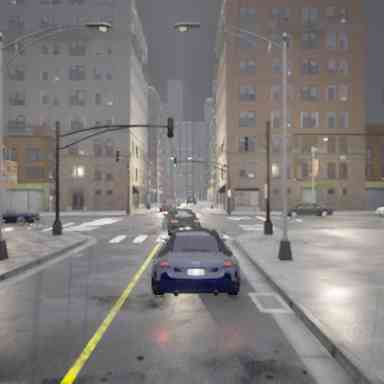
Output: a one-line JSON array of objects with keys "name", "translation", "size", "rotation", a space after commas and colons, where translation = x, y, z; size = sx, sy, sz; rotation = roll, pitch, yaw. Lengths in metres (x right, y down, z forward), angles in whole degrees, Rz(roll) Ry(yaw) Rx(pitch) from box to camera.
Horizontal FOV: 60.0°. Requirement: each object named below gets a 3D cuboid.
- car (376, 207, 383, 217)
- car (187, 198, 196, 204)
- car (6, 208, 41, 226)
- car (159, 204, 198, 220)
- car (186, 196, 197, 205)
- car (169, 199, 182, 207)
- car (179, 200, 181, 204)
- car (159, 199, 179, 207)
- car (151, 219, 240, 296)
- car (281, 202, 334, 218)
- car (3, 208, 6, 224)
[{"name": "car", "translation": [20.393, 1.737, 32.344], "size": [4.674, 1.442, 1.812], "rotation": [0, -1, -1]}, {"name": "car", "translation": [-0.184, 2.374, 85.657], "size": [2.128, 1.511, 4.902], "rotation": [0, -1, 0]}, {"name": "car", "translation": [-14.173, 1.884, 25.400], "size": [4.718, 1.301, 1.895], "rotation": [0, -1, 0]}, {"name": "car", "translation": [-0.694, 1.705, 19.746], "size": [1.812, 1.442, 4.674], "rotation": [0, 0, -10]}, {"name": "car", "translation": [-0.141, 1.969, 75.271], "size": [2.150, 2.045, 5.566], "rotation": [0, -1, 0]}, {"name": "car", "translation": [-3.139, 2.121, 64.057], "size": [2.128, 1.511, 4.902], "rotation": [0, -1, 0]}, {"name": "car", "translation": [-3.146, 2.030, 53.821], "size": [1.837, 1.490, 4.892], "rotation": [0, -1, 0]}, {"name": "car", "translation": [-3.105, 1.772, 43.678], "size": [2.097, 1.767, 4.553], "rotation": [0, -1, 0]}, {"name": "car", "translation": [0.084, 1.646, 8.864], "size": [1.994, 1.385, 4.181], "rotation": [0, -1, 0]}, {"name": "car", "translation": [11.131, 1.748, 32.283], "size": [4.892, 1.490, 1.837], "rotation": [0, -1, 0]}, {"name": "car", "translation": [-15.241, 1.821, 22.145], "size": [4.181, 1.385, 1.994], "rotation": [0, -1, 0]}]
